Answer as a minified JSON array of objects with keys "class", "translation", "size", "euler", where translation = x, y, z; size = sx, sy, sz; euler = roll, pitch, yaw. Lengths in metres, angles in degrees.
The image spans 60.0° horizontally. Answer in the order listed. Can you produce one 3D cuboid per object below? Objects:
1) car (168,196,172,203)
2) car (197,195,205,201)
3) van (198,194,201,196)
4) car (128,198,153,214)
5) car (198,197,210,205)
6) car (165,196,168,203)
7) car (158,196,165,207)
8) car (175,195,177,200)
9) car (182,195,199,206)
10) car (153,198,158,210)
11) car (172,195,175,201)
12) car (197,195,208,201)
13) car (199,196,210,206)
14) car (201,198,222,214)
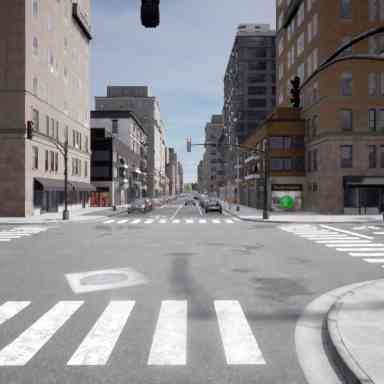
[{"class":"car","translation":[-5.793,1.552,69.208],"size":[1.967,1.590,4.097],"euler":[0,0,0]},{"class":"car","translation":[2.218,1.600,85.747],"size":[1.967,1.590,4.097],"euler":[0,0,0]},{"class":"van","translation":[2.242,1.424,58.193],"size":[1.690,1.788,3.998],"euler":[0,0,0]},{"class":"car","translation":[-5.764,1.480,36.143],"size":[1.967,1.590,4.097],"euler":[0,0,0]},{"class":"car","translation":[2.237,1.647,63.704],"size":[2.008,1.369,4.403],"euler":[0,0,0]},{"class":"car","translation":[-5.783,1.634,58.186],"size":[2.008,1.369,4.403],"euler":[0,0,0]},{"class":"car","translation":[-5.778,1.653,52.675],"size":[1.802,1.307,4.206],"euler":[0,0,0]},{"class":"car","translation":[-5.811,1.721,91.251],"size":[1.887,1.381,4.507],"euler":[0,0,0]},{"class":"car","translation":[-0.296,1.630,58.033],"size":[2.033,1.411,5.357],"euler":[0,0,0]},{"class":"car","translation":[-5.768,1.490,41.654],"size":[1.967,1.590,4.097],"euler":[0,0,0]},{"class":"car","translation":[-5.802,1.694,80.229],"size":[2.008,1.369,4.403],"euler":[0,0,0]},{"class":"car","translation":[2.247,1.637,52.682],"size":[1.947,1.339,4.313],"euler":[0,0,0]},{"class":"car","translation":[2.252,1.641,47.172],"size":[1.802,1.307,4.206],"euler":[0,0,0]},{"class":"car","translation":[2.261,1.606,36.149],"size":[1.947,1.339,4.313],"euler":[0,0,0]}]
